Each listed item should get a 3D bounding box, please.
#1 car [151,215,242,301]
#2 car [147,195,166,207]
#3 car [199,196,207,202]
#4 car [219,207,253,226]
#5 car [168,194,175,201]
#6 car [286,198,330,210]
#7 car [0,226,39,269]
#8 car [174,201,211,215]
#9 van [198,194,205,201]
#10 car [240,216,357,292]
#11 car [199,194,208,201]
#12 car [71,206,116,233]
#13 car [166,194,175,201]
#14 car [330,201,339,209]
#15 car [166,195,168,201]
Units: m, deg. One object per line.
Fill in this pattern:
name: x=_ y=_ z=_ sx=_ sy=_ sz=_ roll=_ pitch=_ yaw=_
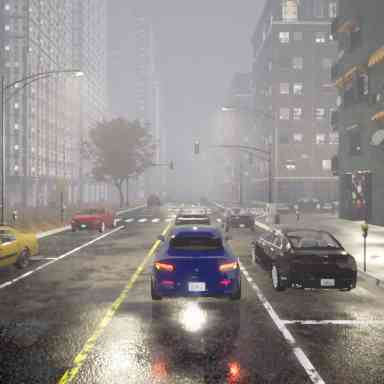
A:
car: x=0.078 y=1.526 z=8.232 sx=1.812 sy=1.442 sz=4.674 roll=0 pitch=0 yaw=0
car: x=-5.791 y=1.349 z=52.190 sx=2.192 sy=1.841 sz=5.009 roll=0 pitch=0 yaw=0
car: x=2.535 y=1.598 z=79.990 sx=1.752 sy=1.417 sz=4.829 roll=0 pitch=0 yaw=0
car: x=2.654 y=1.555 z=19.818 sx=2.008 sy=1.369 sz=4.403 roll=0 pitch=0 yaw=0
car: x=-5.856 y=1.649 z=85.328 sx=1.947 sy=1.339 sz=4.313 roll=0 pitch=0 yaw=0
car: x=13.352 y=1.359 z=39.245 sx=4.403 sy=1.369 sz=2.008 roll=-1 pitch=1 yaw=-1
car: x=-5.704 y=1.526 z=8.566 sx=1.752 sy=1.417 sz=4.829 roll=0 pitch=0 yaw=0
car: x=0.045 y=1.495 z=18.334 sx=2.128 sy=1.511 sz=4.902 roll=0 pitch=0 yaw=0
van: x=2.524 y=1.424 z=85.344 sx=1.690 sy=1.788 sz=3.998 roll=0 pitch=0 yaw=0
car: x=2.676 y=1.551 z=8.752 sx=2.008 sy=1.369 sz=4.403 roll=0 pitch=0 yaw=0
car: x=2.547 y=1.630 z=74.298 sx=1.947 sy=1.339 sz=4.313 roll=0 pitch=0 yaw=0
car: x=-5.726 y=1.549 z=19.802 sx=1.887 sy=1.381 sz=4.507 roll=0 pitch=0 yaw=0
car: x=-5.867 y=1.409 z=90.850 sx=2.192 sy=1.841 sz=5.009 roll=0 pitch=0 yaw=0
car: x=18.749 y=1.259 z=39.310 sx=4.829 sy=1.417 sz=1.752 roll=-1 pitch=1 yaw=-1
car: x=-5.802 y=1.607 z=57.713 sx=1.947 sy=1.339 sz=4.313 roll=0 pitch=0 yaw=0
